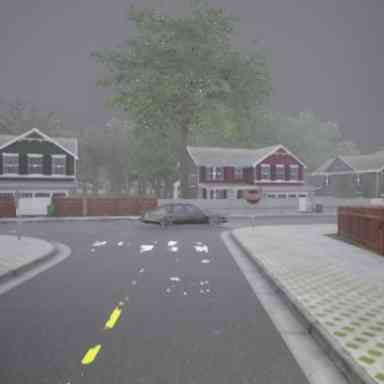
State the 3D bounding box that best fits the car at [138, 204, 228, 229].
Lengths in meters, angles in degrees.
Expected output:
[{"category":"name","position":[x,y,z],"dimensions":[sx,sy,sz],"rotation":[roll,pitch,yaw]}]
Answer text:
[{"category":"car","position":[-0.539,1.422,20.424],"dimensions":[5.357,1.411,2.033],"rotation":[1,0,-20]}]
